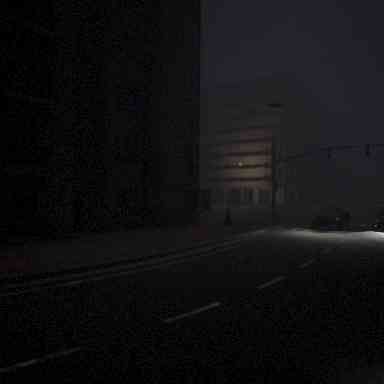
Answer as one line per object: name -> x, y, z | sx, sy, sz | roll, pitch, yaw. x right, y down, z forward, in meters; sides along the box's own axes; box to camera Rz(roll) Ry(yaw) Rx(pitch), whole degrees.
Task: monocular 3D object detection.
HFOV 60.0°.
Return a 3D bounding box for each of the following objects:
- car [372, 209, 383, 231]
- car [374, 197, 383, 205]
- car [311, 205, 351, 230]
car -> 12.987, 1.796, 21.642 | 1.994, 1.385, 4.181 | 0, -1, 34
car -> 45.264, 2.187, 79.750 | 2.097, 1.767, 4.553 | 0, 0, 19
car -> 9.655, 1.688, 22.963 | 1.882, 1.535, 5.008 | 0, -1, 34
